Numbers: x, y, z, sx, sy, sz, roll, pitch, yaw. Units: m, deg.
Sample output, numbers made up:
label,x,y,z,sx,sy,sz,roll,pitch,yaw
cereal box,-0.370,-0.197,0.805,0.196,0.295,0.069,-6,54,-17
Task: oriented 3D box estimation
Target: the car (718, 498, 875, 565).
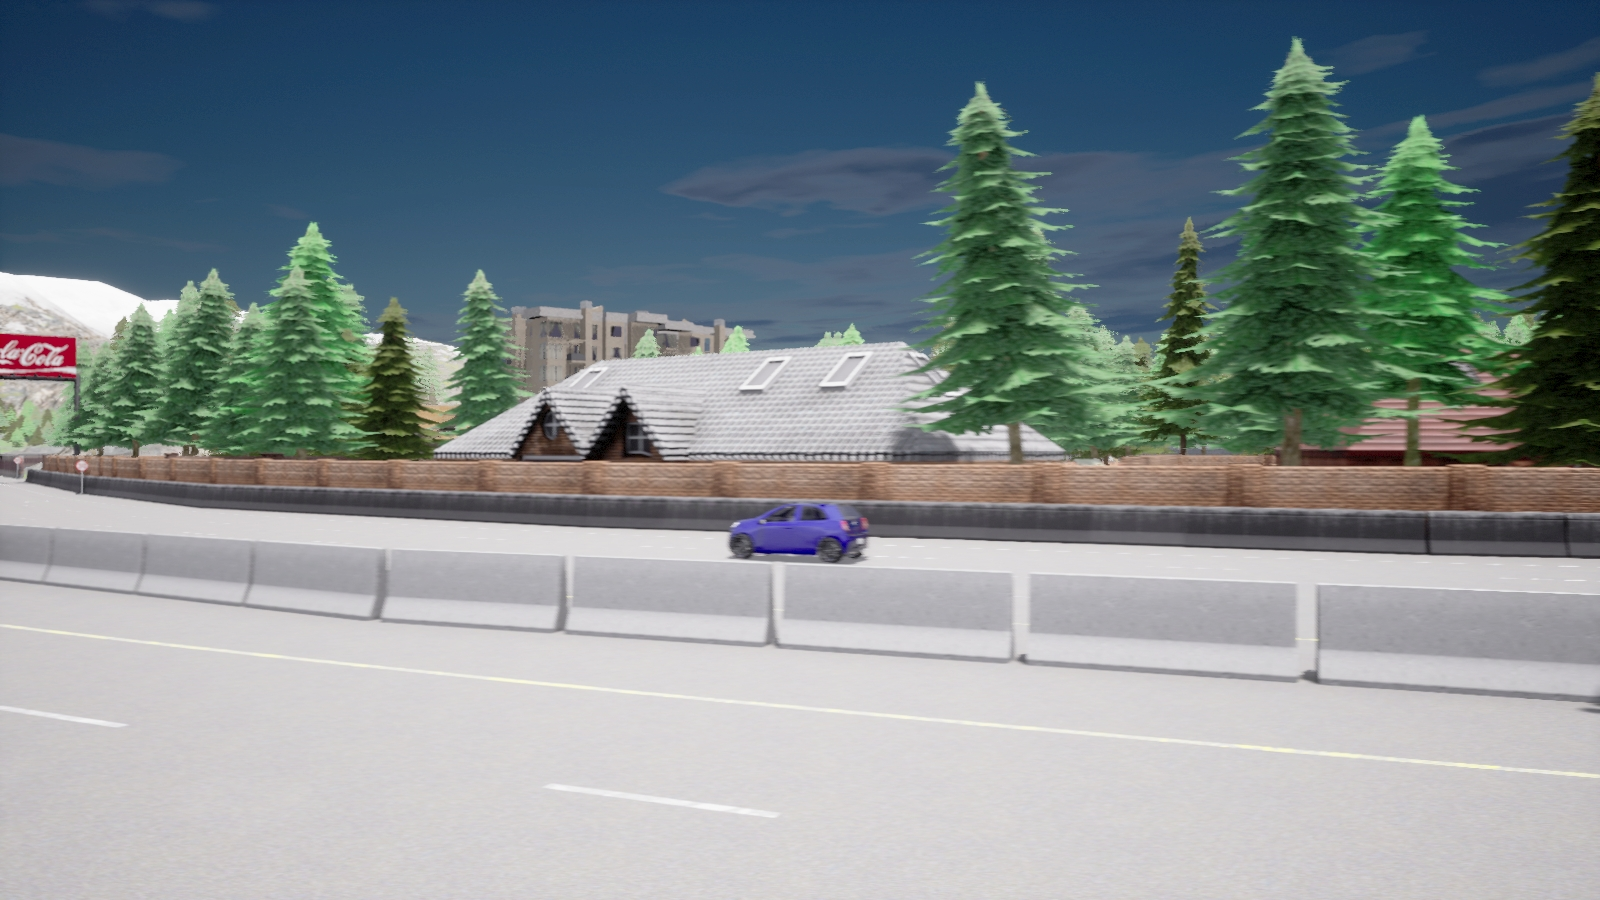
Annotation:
label,x,y,z,sx,sy,sz,roll,pitch,yaw
car,-0.093,2.081,29.729,3.633,1.501,1.845,0,0,26
